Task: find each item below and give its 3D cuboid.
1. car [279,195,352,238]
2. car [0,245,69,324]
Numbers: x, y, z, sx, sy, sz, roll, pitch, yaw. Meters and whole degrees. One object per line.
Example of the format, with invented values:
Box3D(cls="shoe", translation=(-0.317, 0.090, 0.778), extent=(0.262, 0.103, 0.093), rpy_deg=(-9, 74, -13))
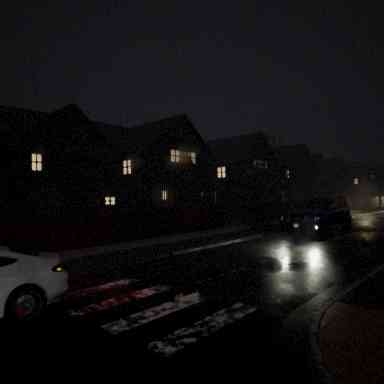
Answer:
Box3D(cls="car", translation=(6.838, 1.232, 18.032), extent=(2.150, 2.045, 5.566), rpy_deg=(-2, -1, 42))
Box3D(cls="car", translation=(-4.457, 1.657, 5.542), extent=(1.812, 1.442, 4.674), rpy_deg=(-2, -1, 42))
